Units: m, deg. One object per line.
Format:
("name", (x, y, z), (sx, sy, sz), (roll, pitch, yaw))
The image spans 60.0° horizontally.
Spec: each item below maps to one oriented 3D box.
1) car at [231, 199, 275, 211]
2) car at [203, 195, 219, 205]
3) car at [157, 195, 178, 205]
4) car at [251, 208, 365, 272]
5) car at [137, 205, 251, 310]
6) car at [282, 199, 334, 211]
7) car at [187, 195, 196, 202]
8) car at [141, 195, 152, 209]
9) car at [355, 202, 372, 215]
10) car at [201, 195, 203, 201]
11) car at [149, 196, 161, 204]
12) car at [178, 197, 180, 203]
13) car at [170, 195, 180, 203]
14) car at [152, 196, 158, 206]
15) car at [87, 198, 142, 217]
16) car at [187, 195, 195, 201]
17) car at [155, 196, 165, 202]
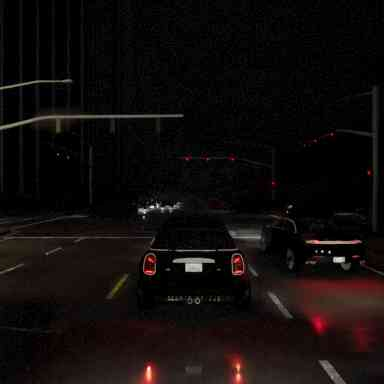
("car", (6.592, 1.512, 36.764), (5.008, 1.535, 1.882), (0, 1, 27))
("car", (3.484, 1.352, 56.524), (2.097, 1.767, 4.553), (0, 0, 0))
("car", (-3.678, 1.547, 50.817), (2.033, 1.411, 5.357), (0, 0, 0))
("car", (3.600, 1.492, 10.801), (2.128, 1.511, 4.902), (0, 0, -3))
("car", (0.043, 1.352, 7.992), (2.097, 1.767, 4.553), (0, 0, 0))
("car", (10.688, 1.402, 30.989), (4.553, 1.767, 2.097), (0, 0, -2))
("car", (-0.137, 1.478, 77.906), (1.882, 1.535, 5.008), (0, 0, 0))
("car", (-7.175, 1.526, 46.496), (1.812, 1.442, 4.674), (0, 0, 0))
("car", (19.656, 1.560, 34.690), (4.892, 1.490, 1.837), (0, 0, 0))
("car", (3.345, 1.524, 87.873), (1.812, 1.442, 4.674), (0, 0, 0))
("car", (-7.164, 1.526, 64.195), (1.812, 1.442, 4.674), (0, 0, 0))
("car", (-3.678, 1.491, 60.320), (2.128, 1.511, 4.902), (0, 0, 0))
("car", (-3.624, 1.500, 70.530), (1.837, 1.490, 4.892), (0, 0, 0))
("car", (-7.184, 1.352, 55.399), (2.097, 1.767, 4.553), (0, 0, 0))
("car", (-7.376, 1.558, 31.085), (4.674, 1.442, 1.812), (0, 0, 0))
("car", (-0.156, 1.540, 88.255), (2.033, 1.411, 5.357), (0, 0, 0))
("car", (-7.131, 1.594, 74.238), (1.895, 1.301, 4.718), (0, 0, 0))
